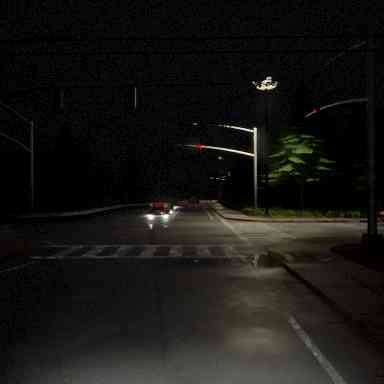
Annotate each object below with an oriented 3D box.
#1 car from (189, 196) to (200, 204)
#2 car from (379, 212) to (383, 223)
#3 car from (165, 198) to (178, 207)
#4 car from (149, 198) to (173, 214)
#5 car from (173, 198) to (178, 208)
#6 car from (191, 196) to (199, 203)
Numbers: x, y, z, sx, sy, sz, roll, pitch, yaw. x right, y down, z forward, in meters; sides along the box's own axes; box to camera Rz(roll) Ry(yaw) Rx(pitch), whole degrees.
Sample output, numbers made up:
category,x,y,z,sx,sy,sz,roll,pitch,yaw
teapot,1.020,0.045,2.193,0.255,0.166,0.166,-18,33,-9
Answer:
category,x,y,z,sx,sy,sz,roll,pitch,yaw
car,0.378,1.691,65.423,1.812,1.442,4.674,0,0,2
car,15.165,1.484,22.084,5.008,1.535,1.882,0,0,1
car,-3.449,1.729,57.102,1.994,1.385,4.181,0,0,1
car,-3.577,1.468,37.301,2.097,1.767,4.553,0,0,0
car,-3.552,1.632,47.102,2.128,1.511,4.902,0,0,0
car,0.708,1.631,75.730,1.837,1.490,4.892,0,0,2
